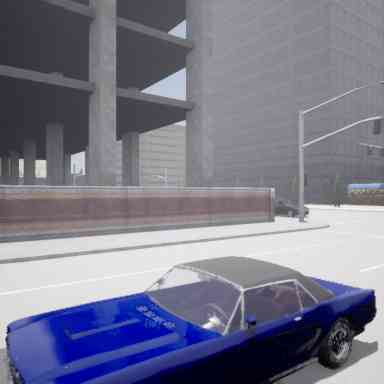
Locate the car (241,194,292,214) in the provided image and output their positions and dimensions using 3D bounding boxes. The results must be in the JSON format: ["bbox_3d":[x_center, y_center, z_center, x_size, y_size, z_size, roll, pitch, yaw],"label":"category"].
[{"bbox_3d":[8.195,1.221,37.309,2.150,2.045,5.566,0,0,-36],"label":"car"}]

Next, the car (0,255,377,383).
[{"bbox_3d":[0.253,1.601,4.169,4.718,1.301,1.895,0,0,-35],"label":"car"}]

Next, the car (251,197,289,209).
[{"bbox_3d":[10.708,1.491,46.094,2.128,1.511,4.902,0,0,-36],"label":"car"}]

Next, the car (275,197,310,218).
[{"bbox_3d":[8.522,1.505,30.851,1.837,1.490,4.892,0,0,-35],"label":"car"}]
